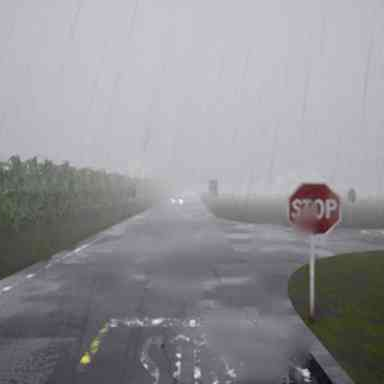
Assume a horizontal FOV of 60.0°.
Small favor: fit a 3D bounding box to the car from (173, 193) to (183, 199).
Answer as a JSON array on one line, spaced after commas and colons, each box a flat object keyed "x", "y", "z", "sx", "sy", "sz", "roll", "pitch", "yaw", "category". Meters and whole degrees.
[{"x": -2.834, "y": 0.791, "z": 66.195, "sx": 1.895, "sy": 1.301, "sz": 4.718, "roll": 0, "pitch": 1, "yaw": 0, "category": "car"}]
